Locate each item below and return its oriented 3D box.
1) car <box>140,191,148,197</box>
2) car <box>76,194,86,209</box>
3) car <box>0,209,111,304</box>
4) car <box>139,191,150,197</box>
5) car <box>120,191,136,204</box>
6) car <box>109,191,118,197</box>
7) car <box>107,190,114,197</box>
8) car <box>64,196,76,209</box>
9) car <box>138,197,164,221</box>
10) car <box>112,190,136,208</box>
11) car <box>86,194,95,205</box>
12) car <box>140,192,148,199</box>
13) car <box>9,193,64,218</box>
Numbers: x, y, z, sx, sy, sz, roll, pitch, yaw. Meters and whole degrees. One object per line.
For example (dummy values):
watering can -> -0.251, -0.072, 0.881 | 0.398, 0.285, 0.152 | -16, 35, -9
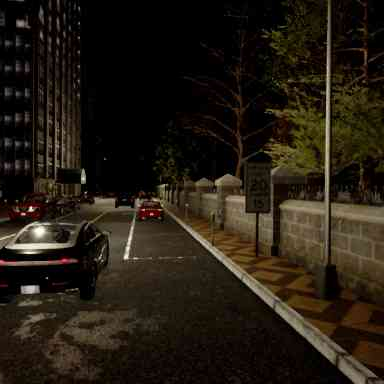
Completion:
car -> -12.244, 0.514, 84.275 | 1.967, 1.590, 4.097 | 0, 1, -9
car -> -12.467, 1.136, 33.912 | 2.008, 1.369, 4.403 | 0, 1, -9
car -> -3.104, 1.410, 8.025 | 2.128, 1.511, 4.902 | 0, 1, -9
car -> -8.881, 0.646, 62.423 | 2.192, 1.841, 5.009 | 0, 1, -9
car -> -9.348, 0.819, 48.602 | 2.097, 1.767, 4.553 | 0, 1, -9
car -> -20.874, 0.515, 88.540 | 1.947, 1.339, 4.313 | 0, 1, -9
car -> -20.032, 0.330, 83.075 | 2.192, 1.841, 5.009 | 0, 1, -9
car -> -11.627, 1.197, 28.449 | 2.008, 1.369, 4.403 | 0, 1, -9
car -> -2.998, 1.311, 24.186 | 1.887, 1.381, 4.507 | 0, 1, -9
car -> -7.801, 0.930, 38.909 | 2.097, 1.767, 4.553 | 0, 1, -8
car -> -14.123, 0.989, 44.669 | 1.752, 1.417, 4.829 | 0, 1, -9
car -> -10.590, 0.727, 73.519 | 1.752, 1.417, 4.829 | 0, 1, -9
car -> -10.784, 1.022, 22.984 | 2.192, 1.841, 5.009 | 0, 1, -9
